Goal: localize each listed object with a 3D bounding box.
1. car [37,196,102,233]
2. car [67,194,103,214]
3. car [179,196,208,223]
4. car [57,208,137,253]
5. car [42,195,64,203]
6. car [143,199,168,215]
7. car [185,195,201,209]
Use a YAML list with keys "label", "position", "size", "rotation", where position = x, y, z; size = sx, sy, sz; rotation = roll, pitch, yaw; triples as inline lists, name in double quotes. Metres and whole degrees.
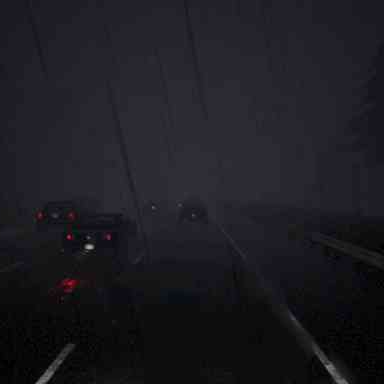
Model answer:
- label: "car"
  position: [-6.902, 1.229, 18.914]
  size: [2.097, 1.767, 4.553]
  rotation: [0, 0, 0]
- label: "car"
  position: [-10.403, 1.140, 32.764]
  size: [2.097, 1.767, 4.553]
  rotation: [0, 0, 0]
- label: "car"
  position: [0.097, 1.324, 23.690]
  size: [1.882, 1.535, 5.008]
  rotation: [0, 1, 0]
- label: "car"
  position: [-3.403, 1.515, 13.264]
  size: [1.895, 1.301, 4.718]
  rotation: [0, 0, 0]
- label: "car"
  position: [-24.529, 1.222, 58.755]
  size: [1.895, 1.301, 4.718]
  rotation: [0, 0, 1]
- label: "car"
  position: [-3.402, 1.362, 31.235]
  size: [1.994, 1.385, 4.181]
  rotation: [0, 0, 0]
- label: "car"
  position: [0.096, 1.213, 40.965]
  size: [1.882, 1.535, 5.008]
  rotation: [0, 0, 0]
